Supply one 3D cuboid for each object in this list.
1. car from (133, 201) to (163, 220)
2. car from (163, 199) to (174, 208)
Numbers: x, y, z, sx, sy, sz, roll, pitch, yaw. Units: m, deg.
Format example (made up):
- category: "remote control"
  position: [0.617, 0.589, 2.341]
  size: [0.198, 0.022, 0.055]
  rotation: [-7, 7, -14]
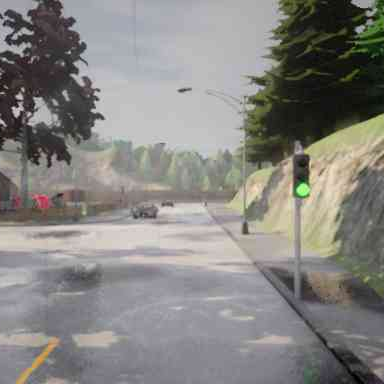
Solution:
- category: "car"
  position: [-4.019, 1.754, 29.726]
  size: [1.994, 1.385, 4.181]
  rotation: [0, 0, 0]
- category: "car"
  position: [-4.039, 1.859, 55.015]
  size: [1.895, 1.301, 4.718]
  rotation: [0, 0, 0]
